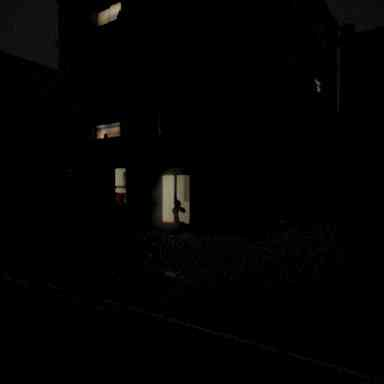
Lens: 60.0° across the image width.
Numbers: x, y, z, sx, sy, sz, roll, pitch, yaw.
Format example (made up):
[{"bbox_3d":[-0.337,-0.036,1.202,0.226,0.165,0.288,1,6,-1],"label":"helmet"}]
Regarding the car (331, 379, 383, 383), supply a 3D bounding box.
[{"bbox_3d":[2.605,1.528,1.012,4.829,1.417,1.752,0,1,36],"label":"car"}]
